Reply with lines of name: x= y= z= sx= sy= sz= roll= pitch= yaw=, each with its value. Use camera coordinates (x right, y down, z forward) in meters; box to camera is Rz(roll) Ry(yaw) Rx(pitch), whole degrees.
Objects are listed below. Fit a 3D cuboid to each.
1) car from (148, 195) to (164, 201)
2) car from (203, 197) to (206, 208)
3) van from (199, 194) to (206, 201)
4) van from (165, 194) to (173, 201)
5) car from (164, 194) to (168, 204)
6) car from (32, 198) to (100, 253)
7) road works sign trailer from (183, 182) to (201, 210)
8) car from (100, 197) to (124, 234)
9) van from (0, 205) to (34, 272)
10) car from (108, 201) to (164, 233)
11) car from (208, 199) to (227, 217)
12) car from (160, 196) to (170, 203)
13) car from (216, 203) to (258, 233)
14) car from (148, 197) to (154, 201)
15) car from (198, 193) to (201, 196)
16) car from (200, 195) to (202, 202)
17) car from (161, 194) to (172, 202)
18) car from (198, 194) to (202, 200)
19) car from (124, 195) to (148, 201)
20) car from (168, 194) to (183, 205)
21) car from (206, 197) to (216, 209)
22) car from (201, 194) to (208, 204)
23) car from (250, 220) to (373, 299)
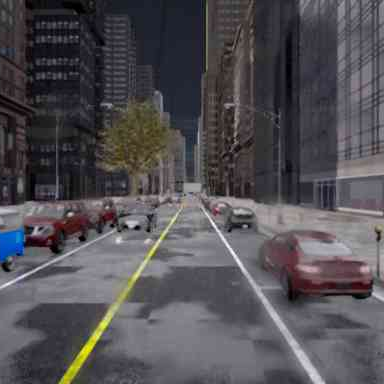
car: x=-5.760 y=1.326 z=47.902 sx=2.192 sy=1.841 sz=5.009 roll=0 pitch=0 yaw=0
car: x=2.765 y=1.590 z=42.232 sx=1.802 sy=1.307 sz=4.206 roll=0 pitch=0 yaw=0
van: x=2.768 y=1.380 z=87.654 sx=1.690 sy=1.788 sz=3.998 roll=0 pitch=0 yaw=0
van: x=-5.757 y=1.375 z=81.967 sx=1.690 sy=1.788 sz=3.998 roll=0 pitch=0 yaw=0
car: x=-5.759 y=1.543 z=59.087 sx=1.752 sy=1.417 sz=4.829 roll=0 pitch=0 yaw=0
car: x=-5.762 y=1.317 z=13.838 sx=2.192 sy=1.841 sz=5.009 roll=0 pitch=0 yaw=0
road works sign trailer: x=0.004 y=0.473 z=43.966 sx=2.380 sy=3.560 sz=2.880 roll=0 pitch=0 yaw=0
car: x=-5.761 y=1.317 z=19.516 sx=2.192 sy=1.841 sz=5.009 roll=0 pitch=0 yaw=0
van: x=-5.762 y=1.342 z=8.160 sx=1.690 sy=1.788 sz=3.998 roll=0 pitch=0 yaw=0
car: x=-3.099 y=1.494 z=19.526 sx=2.128 sy=1.511 sz=4.902 roll=0 pitch=0 yaw=0
car: x=2.765 y=1.586 z=30.877 sx=1.802 sy=1.307 sz=4.206 roll=0 pitch=0 yaw=0
car: x=-5.758 y=1.608 z=70.612 sx=1.802 sy=1.307 sz=4.206 roll=0 pitch=0 yaw=0
car: x=2.764 y=1.553 z=19.522 sx=2.008 sy=1.369 sz=4.403 roll=0 pitch=0 yaw=0
car: x=-5.760 y=1.557 z=36.547 sx=2.008 sy=1.369 sz=4.403 roll=0 pitch=0 yaw=0
car: x=2.767 y=1.465 z=70.619 sx=1.967 sy=1.590 sz=4.097 roll=0 pitch=0 yaw=0
car: x=2.766 y=1.580 z=53.587 sx=1.947 sy=1.339 sz=4.313 roll=0 pitch=0 yaw=0
car: x=-5.758 y=1.345 z=76.289 sx=2.192 sy=1.841 sz=5.009 roll=0 pitch=0 yaw=0
car: x=2.767 y=1.572 z=64.942 sx=2.008 sy=1.369 sz=4.403 roll=0 pitch=0 yaw=0
car: x=-5.761 y=1.319 z=30.870 sx=2.192 sy=1.841 sz=5.009 roll=0 pitch=0 yaw=0
car: x=-3.038 y=1.544 z=60.417 sx=1.812 sy=1.442 sz=4.674 roll=0 pitch=0 yaw=1
car: x=2.765 y=1.531 z=36.724 sx=1.752 sy=1.417 sz=4.829 roll=0 pitch=0 yaw=0
car: x=2.765 y=1.451 z=47.910 sx=1.967 sy=1.590 sz=4.097 roll=0 pitch=0 yaw=0
car: x=2.763 y=1.583 z=8.167 sx=1.802 sy=1.307 sz=4.206 roll=0 pitch=0 yaw=0
